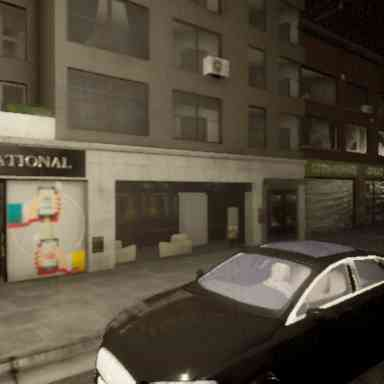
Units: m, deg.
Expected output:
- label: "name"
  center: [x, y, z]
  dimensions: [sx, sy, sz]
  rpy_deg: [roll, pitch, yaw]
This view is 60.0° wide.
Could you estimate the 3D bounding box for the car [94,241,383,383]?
- label: "car"
  center: [1.258, 1.468, 4.280]
  dimensions: [4.902, 1.511, 2.128]
  rpy_deg: [0, 0, -36]
